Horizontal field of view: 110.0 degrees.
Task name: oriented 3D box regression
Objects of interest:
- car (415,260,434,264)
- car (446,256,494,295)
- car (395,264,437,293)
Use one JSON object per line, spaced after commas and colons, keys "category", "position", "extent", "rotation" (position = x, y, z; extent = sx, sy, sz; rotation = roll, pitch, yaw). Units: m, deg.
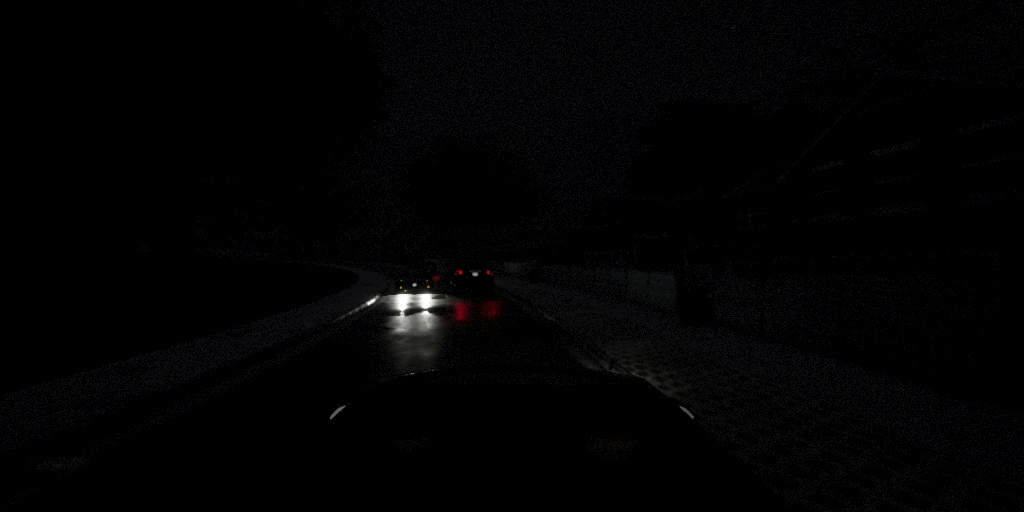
{"category": "car", "position": [-9.602, 1.223, 38.916], "extent": [2.128, 1.511, 4.902], "rotation": [1, 0, -28]}
{"category": "car", "position": [-2.498, 1.013, 20.510], "extent": [2.150, 2.045, 5.566], "rotation": [0, 0, -14]}
{"category": "car", "position": [-5.715, 1.346, 21.036], "extent": [1.994, 1.385, 4.181], "rotation": [0, 0, -16]}
